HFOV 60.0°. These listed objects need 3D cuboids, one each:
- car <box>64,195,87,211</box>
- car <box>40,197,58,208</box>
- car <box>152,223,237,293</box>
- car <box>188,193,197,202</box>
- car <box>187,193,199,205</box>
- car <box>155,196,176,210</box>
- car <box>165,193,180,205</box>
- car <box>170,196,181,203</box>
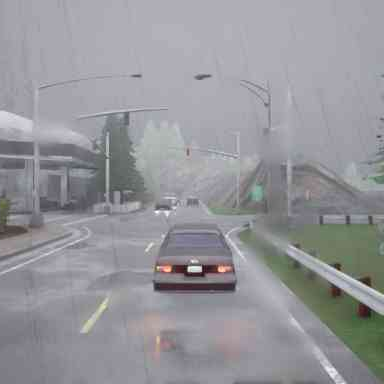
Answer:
[{"bbox_3d":[-14.500,1.313,41.591,1.905,1.878,3.866,0,0,-1],"label":"car"},{"bbox_3d":[-20.204,1.480,45.872,2.242,1.667,4.611,0,0,-1],"label":"car"},{"bbox_3d":[0.075,1.547,8.975,2.033,1.411,5.357,0,0,1],"label":"car"},{"bbox_3d":[0.046,1.225,81.130,2.150,2.045,5.566,0,0,-2],"label":"car"},{"bbox_3d":[0.142,1.477,58.250,1.882,1.535,5.008,0,0,0],"label":"car"},{"bbox_3d":[-3.567,1.547,42.267,2.033,1.411,5.357,0,0,0],"label":"car"},{"bbox_3d":[-3.554,1.221,54.629,2.150,2.045,5.566,0,0,0],"label":"car"},{"bbox_3d":[-3.452,1.547,69.443,2.033,1.411,5.357,0,0,0],"label":"car"}]
